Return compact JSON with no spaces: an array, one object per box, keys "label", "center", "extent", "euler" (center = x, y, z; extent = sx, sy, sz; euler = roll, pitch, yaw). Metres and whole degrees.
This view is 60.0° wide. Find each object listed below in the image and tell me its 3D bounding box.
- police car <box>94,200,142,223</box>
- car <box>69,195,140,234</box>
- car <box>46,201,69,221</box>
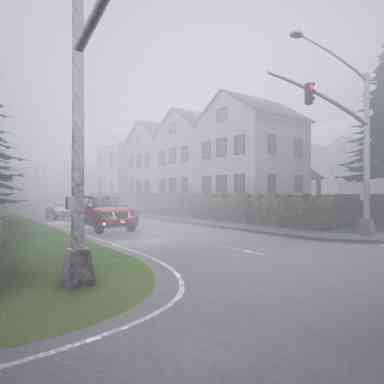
[{"label":"police car","center":[-6.190,1.504,27.287],"extent":[2.038,1.542,4.974],"euler":[0,0,-35]},{"label":"car","center":[-5.250,1.221,19.768],"extent":[2.150,2.045,5.566],"euler":[0,0,-35]},{"label":"car","center":[-10.971,1.530,27.868],"extent":[1.812,1.442,4.674],"euler":[0,0,-35]}]
